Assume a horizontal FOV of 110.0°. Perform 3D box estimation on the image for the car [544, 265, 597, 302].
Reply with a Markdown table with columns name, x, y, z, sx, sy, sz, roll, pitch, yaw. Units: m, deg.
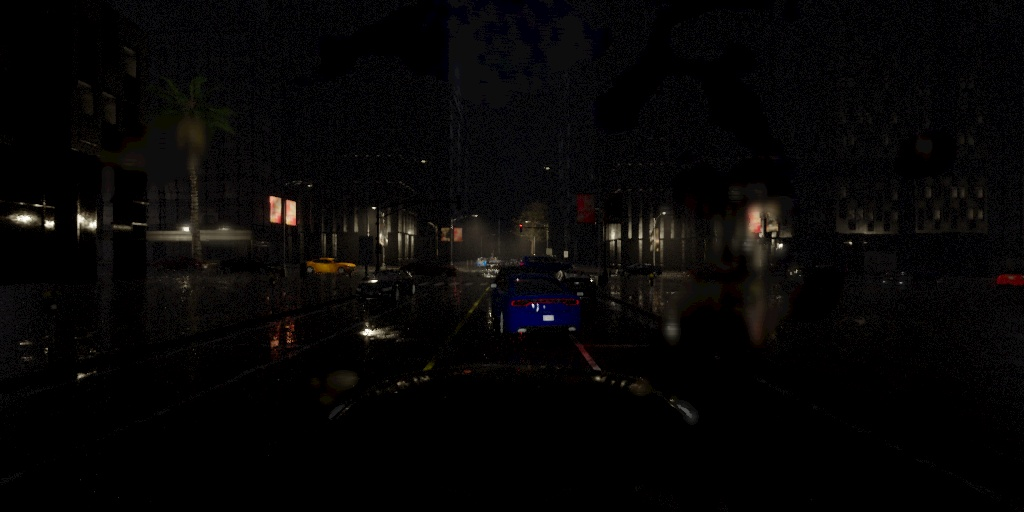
| name | x | y | z | sx | sy | sz | roll | pitch | yaw |
| --- | --- | --- | --- | --- | --- | --- | --- | --- | --- |
| car | 2.769 | 1.318 | 16.762 | 2.007 | 1.370 | 4.403 | 0 | 0 | 0 |

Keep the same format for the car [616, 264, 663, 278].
| name | x | y | z | sx | sy | sz | roll | pitch | yaw |
| --- | --- | --- | --- | --- | --- | --- | --- | --- | --- |
| car | 13.760 | 1.571 | 38.868 | 4.902 | 1.511 | 2.128 | 1 | 0 | -1 |

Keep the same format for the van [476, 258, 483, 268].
| name | x | y | z | sx | sy | sz | roll | pitch | yaw |
| --- | --- | --- | --- | --- | --- | --- | --- | --- | --- |
| van | -5.497 | 1.179 | 64.536 | 1.690 | 1.789 | 3.998 | 0 | 0 | 1 |

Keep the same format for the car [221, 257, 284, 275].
| name | x | y | z | sx | sy | sz | roll | pitch | yaw |
| --- | --- | --- | --- | --- | --- | --- | --- | --- | --- |
| car | -23.304 | 0.870 | 32.319 | 5.008 | 1.535 | 1.882 | 1 | 0 | 0 |

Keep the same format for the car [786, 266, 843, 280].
| name | x | y | z | sx | sy | sz | roll | pitch | yaw |
| --- | --- | --- | --- | --- | --- | --- | --- | --- | --- |
| car | 35.428 | 1.976 | 42.042 | 5.008 | 1.535 | 1.882 | 1 | 0 | 0 |

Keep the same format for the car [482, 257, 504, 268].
| name | x | y | z | sx | sy | sz | roll | pitch | yaw |
| --- | --- | --- | --- | --- | --- | --- | --- | --- | --- |
| car | -2.885 | 1.316 | 56.133 | 2.128 | 1.511 | 4.902 | 0 | 0 | 2 |

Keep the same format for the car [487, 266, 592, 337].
| name | x | y | z | sx | sy | sz | roll | pitch | yaw |
| --- | --- | --- | --- | --- | --- | --- | --- | --- | --- |
| car | 0.466 | 1.238 | 10.471 | 1.882 | 1.535 | 5.008 | 0 | 0 | -8 |

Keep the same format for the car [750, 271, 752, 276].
| name | x | y | z | sx | sy | sz | roll | pitch | yaw |
| --- | --- | --- | --- | --- | --- | --- | --- | --- | --- |
| car | 23.179 | 1.747 | 38.848 | 4.902 | 1.511 | 2.128 | 1 | 0 | 0 |

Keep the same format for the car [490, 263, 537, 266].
| name | x | y | z | sx | sy | sz | roll | pitch | yaw |
| --- | --- | --- | --- | --- | --- | --- | --- | --- | --- |
| car | 0.074 | 1.274 | 17.971 | 1.837 | 1.490 | 4.892 | 0 | 0 | 0 |

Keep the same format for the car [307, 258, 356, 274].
| name | x | y | z | sx | sy | sz | roll | pitch | yaw |
| --- | --- | --- | --- | --- | --- | --- | --- | --- | --- |
| car | -18.069 | 0.973 | 35.554 | 5.008 | 1.535 | 1.882 | 1 | 0 | 0 |

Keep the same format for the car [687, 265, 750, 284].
| name | x | y | z | sx | sy | sz | roll | pitch | yaw |
| --- | --- | --- | --- | --- | --- | --- | --- | --- | --- |
| car | 18.208 | 1.666 | 32.168 | 4.674 | 1.442 | 1.812 | 1 | 0 | 0 |

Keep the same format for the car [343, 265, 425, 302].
| name | x | y | z | sx | sy | sz | roll | pitch | yaw |
| --- | --- | --- | --- | --- | --- | --- | --- | --- | --- |
| car | -5.756 | 1.318 | 16.769 | 2.007 | 1.370 | 4.403 | 0 | 0 | 0 |

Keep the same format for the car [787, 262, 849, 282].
| name | x | y | z | sx | sy | sz | roll | pitch | yaw |
| --- | --- | --- | --- | --- | --- | --- | --- | --- | --- |
| car | 33.102 | 1.665 | 38.802 | 5.566 | 2.045 | 2.150 | 1 | 0 | 1 |

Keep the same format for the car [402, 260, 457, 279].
| name | x | y | z | sx | sy | sz | roll | pitch | yaw |
| --- | --- | --- | --- | --- | --- | --- | --- | --- | --- |
| car | -7.440 | 1.182 | 32.273 | 5.008 | 1.535 | 1.882 | 2 | -1 | 0 |

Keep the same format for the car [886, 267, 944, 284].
| name | x | y | z | sx | sy | sz | roll | pitch | yaw |
| --- | --- | --- | --- | --- | --- | --- | --- | --- | --- |
| car | 43.398 | 1.992 | 38.731 | 4.553 | 1.767 | 2.097 | 1 | 0 | 1 |

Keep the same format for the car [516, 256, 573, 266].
| name | x | y | z | sx | sy | sz | roll | pitch | yaw |
| --- | --- | --- | --- | --- | --- | --- | --- | --- | --- |
| car | 3.469 | 1.043 | 35.482 | 5.566 | 2.045 | 2.150 | 1 | -1 | 0 |

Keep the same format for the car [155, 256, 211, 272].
| name | x | y | z | sx | sy | sz | roll | pitch | yaw |
| --- | --- | --- | --- | --- | --- | --- | --- | --- | --- |
| car | -32.647 | 0.767 | 35.605 | 4.674 | 1.442 | 1.812 | 2 | 0 | 0 |

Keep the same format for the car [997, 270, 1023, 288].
| name | x | y | z | sx | sy | sz | roll | pitch | yaw |
| --- | --- | --- | --- | --- | --- | --- | --- | --- | --- |
| car | 46.759 | 2.034 | 32.065 | 4.553 | 1.767 | 2.097 | 1 | 0 | 0 |
